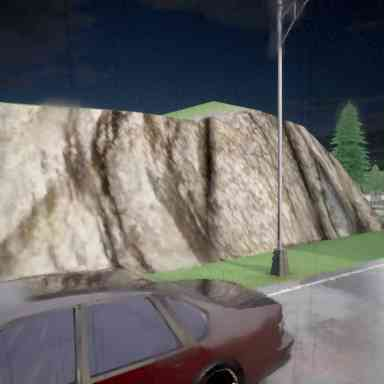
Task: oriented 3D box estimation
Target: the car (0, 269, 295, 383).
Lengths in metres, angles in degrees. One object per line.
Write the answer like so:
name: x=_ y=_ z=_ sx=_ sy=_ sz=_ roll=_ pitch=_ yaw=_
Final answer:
car: x=-1.361 y=1.548 z=3.016 sx=5.357 sy=1.411 sz=2.033 roll=0 pitch=0 yaw=-36
